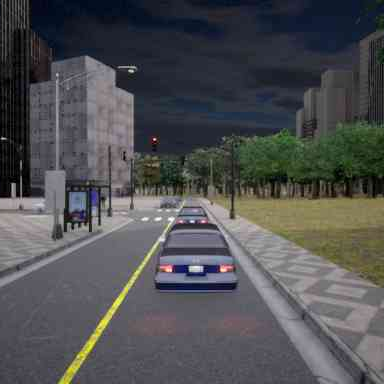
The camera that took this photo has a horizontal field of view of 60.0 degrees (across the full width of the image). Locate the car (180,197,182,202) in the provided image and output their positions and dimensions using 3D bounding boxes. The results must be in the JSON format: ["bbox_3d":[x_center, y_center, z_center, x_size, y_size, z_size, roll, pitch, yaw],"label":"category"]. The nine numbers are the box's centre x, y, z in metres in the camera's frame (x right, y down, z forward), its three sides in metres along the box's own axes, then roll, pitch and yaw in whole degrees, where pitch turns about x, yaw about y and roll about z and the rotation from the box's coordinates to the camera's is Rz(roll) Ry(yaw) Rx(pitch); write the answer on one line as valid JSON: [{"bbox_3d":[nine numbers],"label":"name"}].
[{"bbox_3d":[-3.167,1.429,56.288,2.128,1.511,4.902,0,0,0],"label":"car"}]

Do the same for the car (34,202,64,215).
[{"bbox_3d":[-12.751,1.482,31.932,4.674,1.442,1.812,0,0,4],"label":"car"}]

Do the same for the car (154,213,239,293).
[{"bbox_3d":[0.080,1.545,8.987,2.033,1.411,5.357,0,0,0],"label":"car"}]

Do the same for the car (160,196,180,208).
[{"bbox_3d":[-3.161,1.307,45.951,2.097,1.767,4.553,0,0,0],"label":"car"}]

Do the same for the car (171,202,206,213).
[{"bbox_3d":[0.050,1.538,19.322,2.033,1.411,5.357,0,0,1],"label":"car"}]

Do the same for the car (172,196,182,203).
[{"bbox_3d":[-3.127,1.467,69.214,1.994,1.385,4.181,0,0,0],"label":"car"}]

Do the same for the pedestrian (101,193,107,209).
[{"bbox_3d":[-10.138,1.050,38.174,0.375,1.860,0.375,0,0,1],"label":"pedestrian"}]
